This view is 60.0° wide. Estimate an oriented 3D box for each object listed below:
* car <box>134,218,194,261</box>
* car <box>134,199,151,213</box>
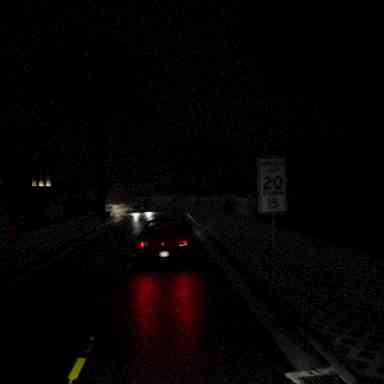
[{"bbox_3d":[-0.918,1.619,12.461,1.895,1.301,4.718,-2,0,-1],"label":"car"},{"bbox_3d":[-6.104,1.692,41.164,1.837,1.490,4.892,-2,0,-8],"label":"car"}]
